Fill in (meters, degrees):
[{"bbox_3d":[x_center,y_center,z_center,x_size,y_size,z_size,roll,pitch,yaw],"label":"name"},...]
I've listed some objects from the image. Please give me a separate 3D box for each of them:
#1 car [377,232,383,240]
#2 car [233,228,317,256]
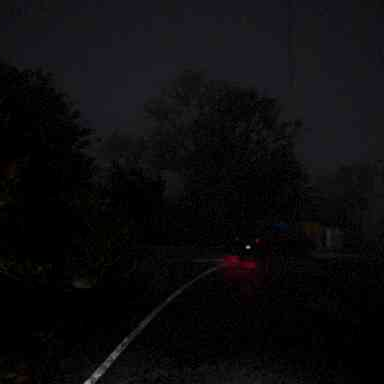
[{"bbox_3d":[37.930,8.681,65.439,1.837,1.490,4.892,0,-3,14],"label":"car"},{"bbox_3d":[4.380,2.560,17.088,4.718,1.301,1.895,8,-8,-38],"label":"car"}]
